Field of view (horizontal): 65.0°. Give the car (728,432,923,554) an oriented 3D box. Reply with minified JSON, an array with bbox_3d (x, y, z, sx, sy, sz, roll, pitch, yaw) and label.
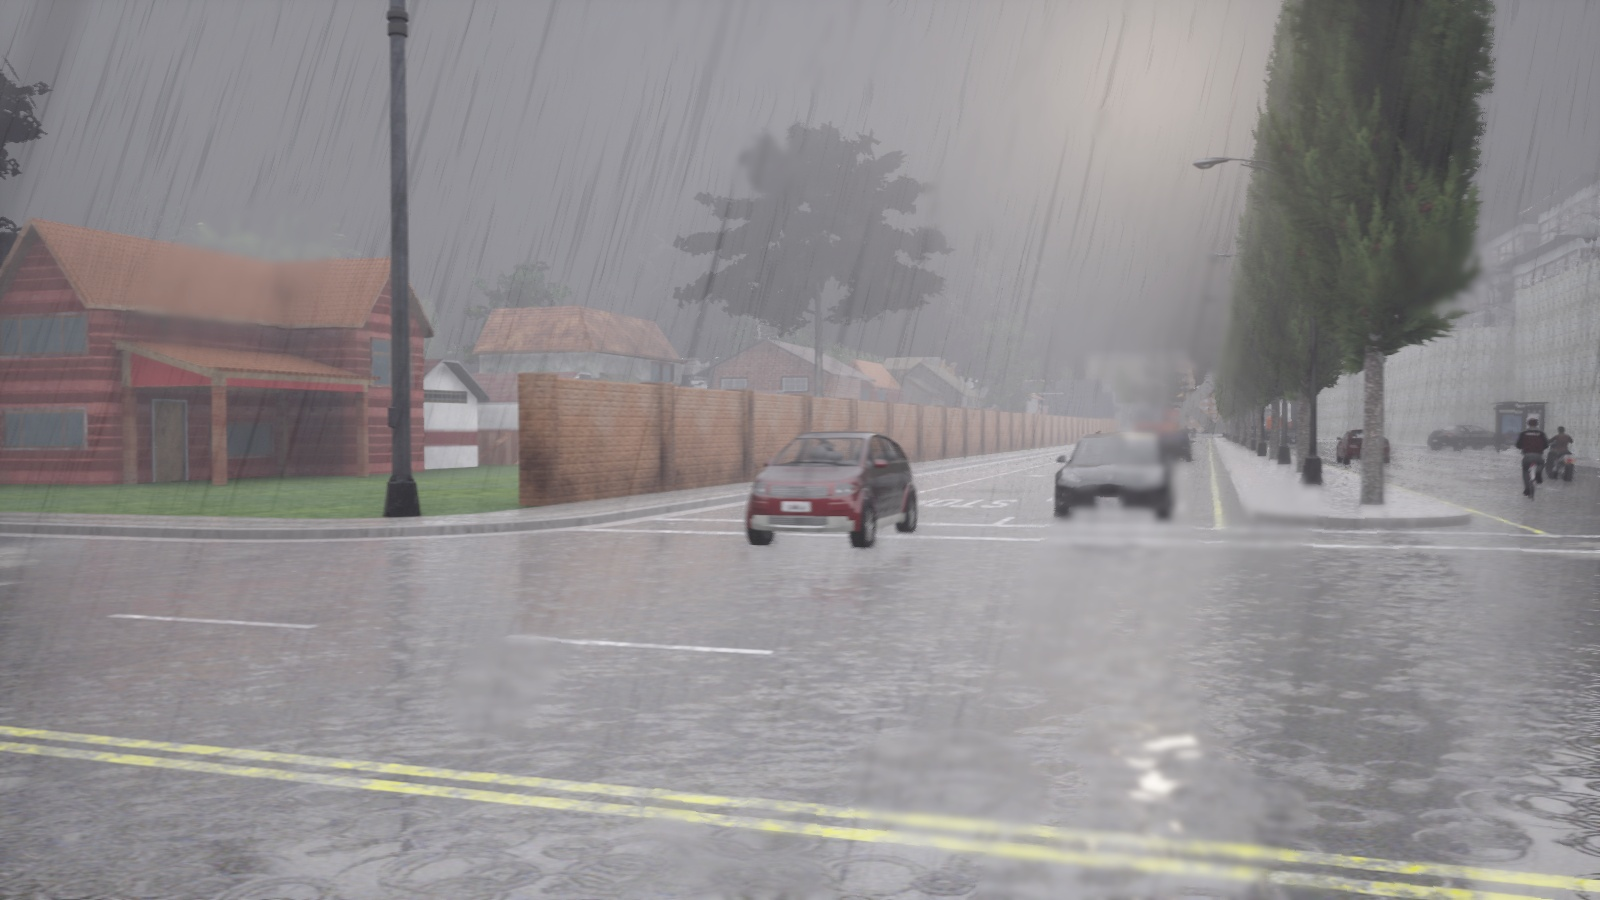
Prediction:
[{"bbox_3d":[0.477,0.519,17.960,1.789,1.549,3.705,1,1,18],"label":"car"}]

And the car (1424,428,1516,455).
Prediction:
[{"bbox_3d":[42.615,-0.555,79.892,5.027,1.651,2.152,-1,0,-15],"label":"car"}]

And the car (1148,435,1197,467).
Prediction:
[{"bbox_3d":[17.628,-0.009,59.271,2.033,1.411,5.357,1,1,18],"label":"car"}]

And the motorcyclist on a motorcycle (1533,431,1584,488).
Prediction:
[{"bbox_3d":[22.608,0.262,37.467,0.766,1.649,2.350,0,1,18],"label":"motorcyclist on a motorcycle"}]

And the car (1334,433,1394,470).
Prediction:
[{"bbox_3d":[24.700,0.014,55.151,1.882,1.535,5.008,1,1,18],"label":"car"}]

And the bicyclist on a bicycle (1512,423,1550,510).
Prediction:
[{"bbox_3d":[15.639,0.325,26.896,0.659,1.776,1.843,1,1,29],"label":"bicyclist on a bicycle"}]

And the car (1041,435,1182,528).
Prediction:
[{"bbox_3d":[5.828,0.479,23.079,2.163,1.488,4.792,1,1,18],"label":"car"}]
